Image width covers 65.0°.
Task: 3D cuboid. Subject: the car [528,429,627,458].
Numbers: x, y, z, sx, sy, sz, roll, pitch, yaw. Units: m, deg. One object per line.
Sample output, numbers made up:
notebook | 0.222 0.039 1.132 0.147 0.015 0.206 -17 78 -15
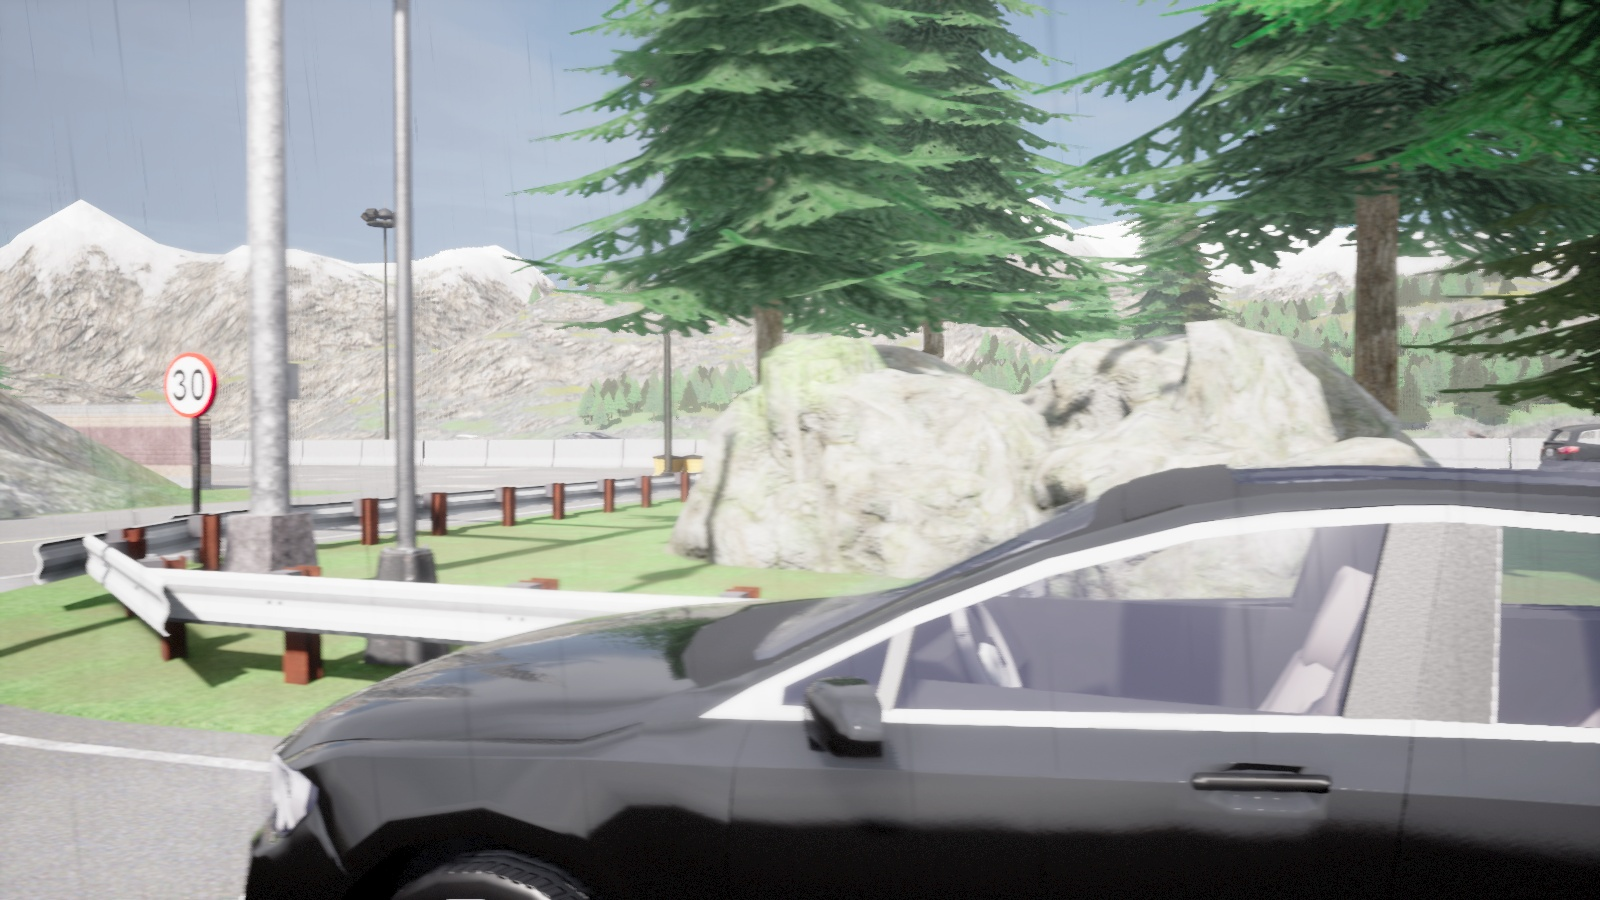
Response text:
car | -12.119 -0.354 68.477 4.902 1.511 2.128 1 1 18

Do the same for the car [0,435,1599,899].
car | 0.972 0.742 2.869 4.902 1.511 2.128 1 1 19

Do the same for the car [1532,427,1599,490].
car | 22.822 0.217 34.083 4.611 1.667 2.242 0 1 11
